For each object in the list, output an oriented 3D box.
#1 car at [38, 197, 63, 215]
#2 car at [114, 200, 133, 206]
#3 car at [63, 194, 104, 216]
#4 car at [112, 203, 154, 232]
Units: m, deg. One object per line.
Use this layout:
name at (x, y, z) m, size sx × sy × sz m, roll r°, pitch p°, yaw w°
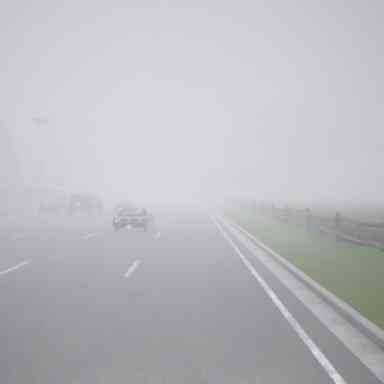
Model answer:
car at (-13.915, 1.338, 34.143) m, size 2.097 × 1.767 × 4.553 m, roll 0°, pitch 0°, yaw 0°
car at (-6.917, 1.553, 34.595) m, size 1.994 × 1.385 × 4.181 m, roll 0°, pitch 0°, yaw 0°
car at (-10.416, 1.211, 32.932) m, size 2.150 × 2.045 × 5.566 m, roll 0°, pitch 0°, yaw 0°
car at (-3.409, 1.594, 20.243) m, size 1.895 × 1.301 × 4.718 m, roll 0°, pitch 0°, yaw 0°
